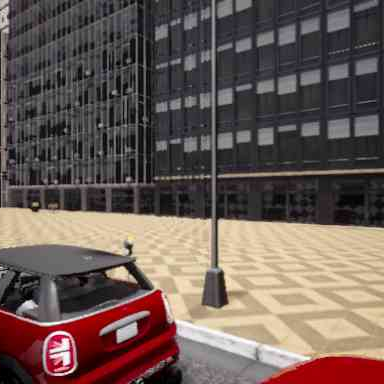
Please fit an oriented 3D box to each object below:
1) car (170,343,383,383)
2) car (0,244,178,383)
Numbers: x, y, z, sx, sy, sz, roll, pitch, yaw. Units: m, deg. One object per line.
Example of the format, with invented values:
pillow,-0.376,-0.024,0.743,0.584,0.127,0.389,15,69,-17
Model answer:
car,2.276,1.547,1.254,4.507,1.381,1.887,0,0,35
car,-2.233,1.431,4.472,4.097,1.590,1.967,0,0,35
